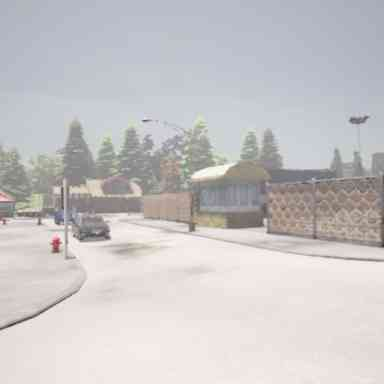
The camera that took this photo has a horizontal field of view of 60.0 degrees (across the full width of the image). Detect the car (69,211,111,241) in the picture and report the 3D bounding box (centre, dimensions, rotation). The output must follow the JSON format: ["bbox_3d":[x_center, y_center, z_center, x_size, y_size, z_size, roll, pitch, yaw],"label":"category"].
[{"bbox_3d":[-6.566,2.236,21.547,1.837,1.490,4.892,0,-2,-26],"label":"car"}]

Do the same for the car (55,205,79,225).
[{"bbox_3d":[-13.771,2.503,36.534,2.150,2.045,5.566,0,-2,-26],"label":"car"}]
